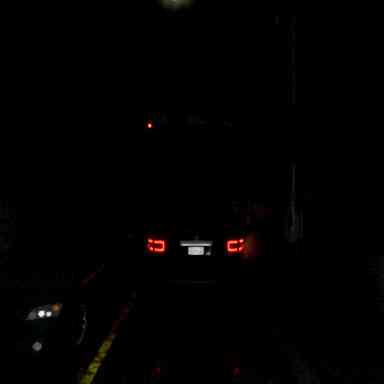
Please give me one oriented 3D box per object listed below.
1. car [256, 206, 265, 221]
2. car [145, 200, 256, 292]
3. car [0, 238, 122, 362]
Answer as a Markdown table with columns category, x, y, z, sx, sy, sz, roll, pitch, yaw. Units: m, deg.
| category | x | y | z | sx | sy | sz | roll | pitch | yaw |
| --- | --- | --- | --- | --- | --- | --- | --- | --- | --- |
| car | 3.273 | 1.475 | 26.227 | 5.008 | 1.535 | 1.882 | 0 | -1 | -18 |
| car | 0.079 | 1.222 | 9.066 | 2.150 | 2.045 | 5.566 | 0 | 0 | 0 |
| car | -2.595 | 1.564 | 6.025 | 1.994 | 1.385 | 4.181 | 0 | 0 | 0 |
